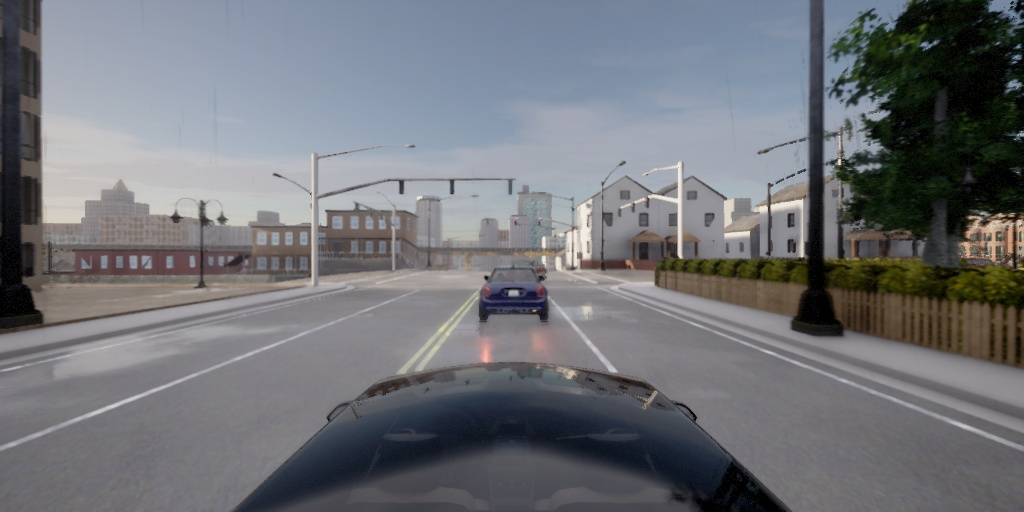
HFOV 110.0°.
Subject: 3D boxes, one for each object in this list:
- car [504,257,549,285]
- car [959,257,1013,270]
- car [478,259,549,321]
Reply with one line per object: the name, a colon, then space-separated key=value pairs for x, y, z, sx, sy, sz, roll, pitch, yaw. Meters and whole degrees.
car: x=1.185 y=1.008 z=26.152 sx=2.097 sy=1.767 sz=4.553 roll=0 pitch=1 yaw=18
car: x=41.252 y=1.004 z=31.792 sx=4.553 sy=1.767 sz=2.097 roll=0 pitch=0 yaw=-1
car: x=0.065 y=1.067 z=12.413 sx=2.097 sy=1.767 sz=4.553 roll=0 pitch=0 yaw=0
